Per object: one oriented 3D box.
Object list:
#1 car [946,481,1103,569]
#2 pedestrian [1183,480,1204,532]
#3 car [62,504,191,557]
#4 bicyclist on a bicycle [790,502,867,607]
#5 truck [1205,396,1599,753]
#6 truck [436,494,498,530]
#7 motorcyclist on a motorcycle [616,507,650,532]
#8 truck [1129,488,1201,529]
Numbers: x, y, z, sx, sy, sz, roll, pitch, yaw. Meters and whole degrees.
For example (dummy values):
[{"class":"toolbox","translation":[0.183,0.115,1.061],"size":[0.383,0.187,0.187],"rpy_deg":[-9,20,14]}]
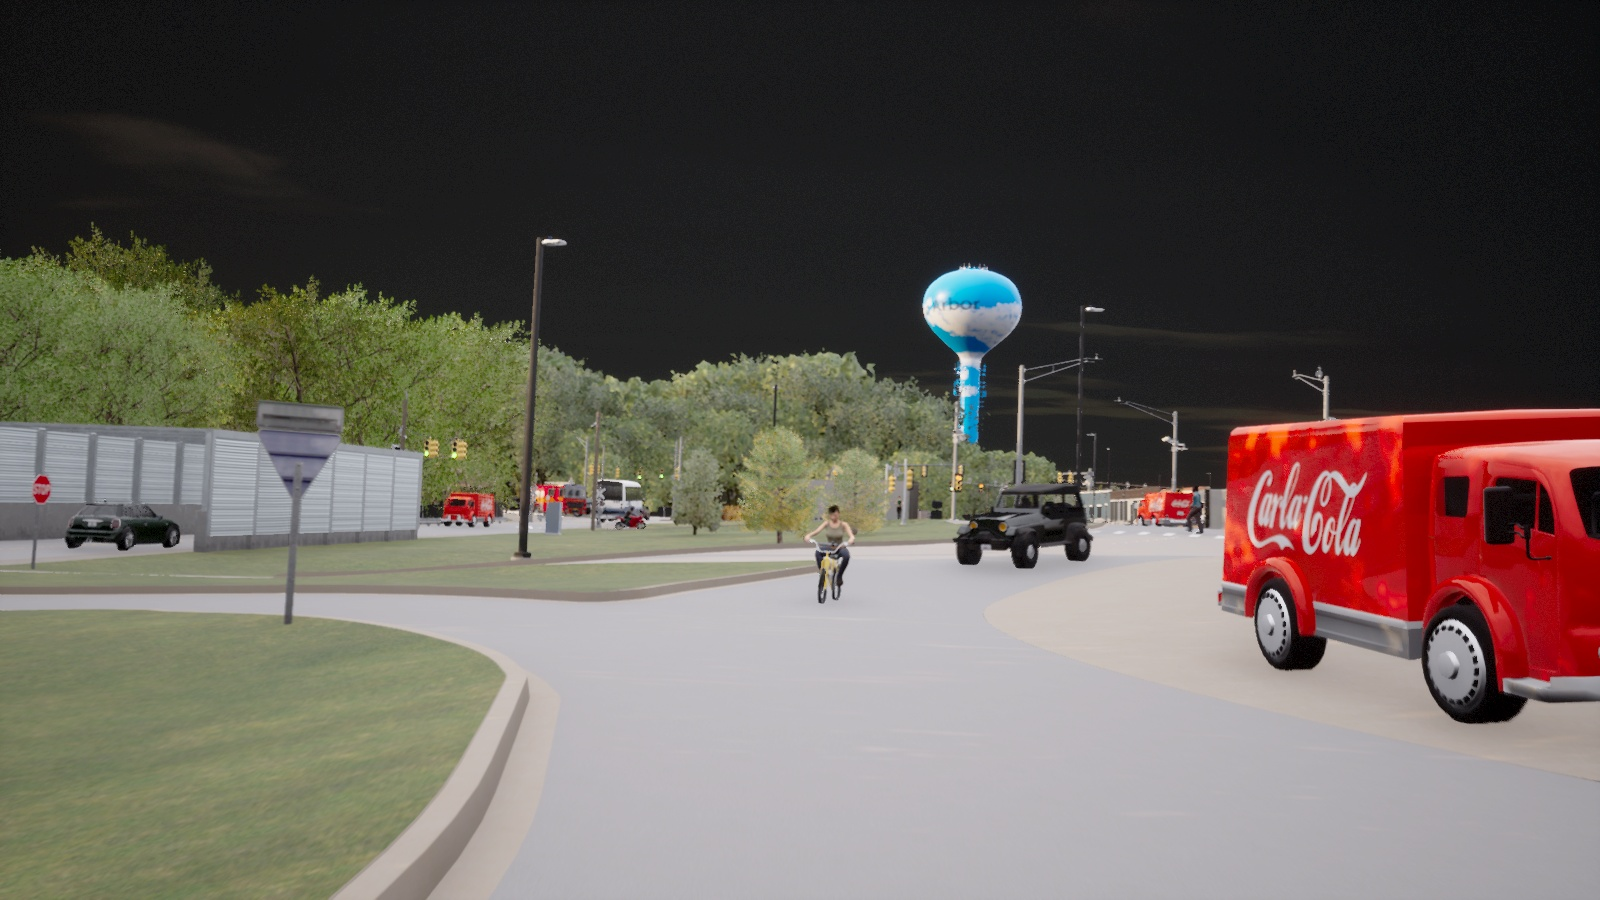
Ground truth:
[{"class":"car","translation":[5.479,1.742,30.377],"size":[1.905,1.878,3.866],"rpy_deg":[-2,0,43]},{"class":"pedestrian","translation":[14.841,2.109,47.312],"size":[0.692,1.930,0.396],"rpy_deg":[0,-5,26]},{"class":"car","translation":[-24.533,2.891,45.945],"size":[2.097,1.767,4.553],"rpy_deg":[2,-3,1]},{"class":"bicyclist on a bicycle","translation":[0.493,1.697,20.703],"size":[0.866,1.612,1.509],"rpy_deg":[2,-3,15]},{"class":"truck","translation":[6.109,0.849,11.476],"size":[2.627,2.467,5.204],"rpy_deg":[-2,0,-6]},{"class":"truck","translation":[-24.321,4.556,92.032],"size":[2.627,2.467,5.204],"rpy_deg":[1,-2,6]},{"class":"motorcyclist on a motorcycle","translation":[-10.843,4.533,81.515],"size":[2.044,1.523,0.797],"rpy_deg":[-3,-4,-1]},{"class":"truck","translation":[23.826,3.878,82.233],"size":[2.627,2.467,5.204],"rpy_deg":[3,-4,-7]}]
